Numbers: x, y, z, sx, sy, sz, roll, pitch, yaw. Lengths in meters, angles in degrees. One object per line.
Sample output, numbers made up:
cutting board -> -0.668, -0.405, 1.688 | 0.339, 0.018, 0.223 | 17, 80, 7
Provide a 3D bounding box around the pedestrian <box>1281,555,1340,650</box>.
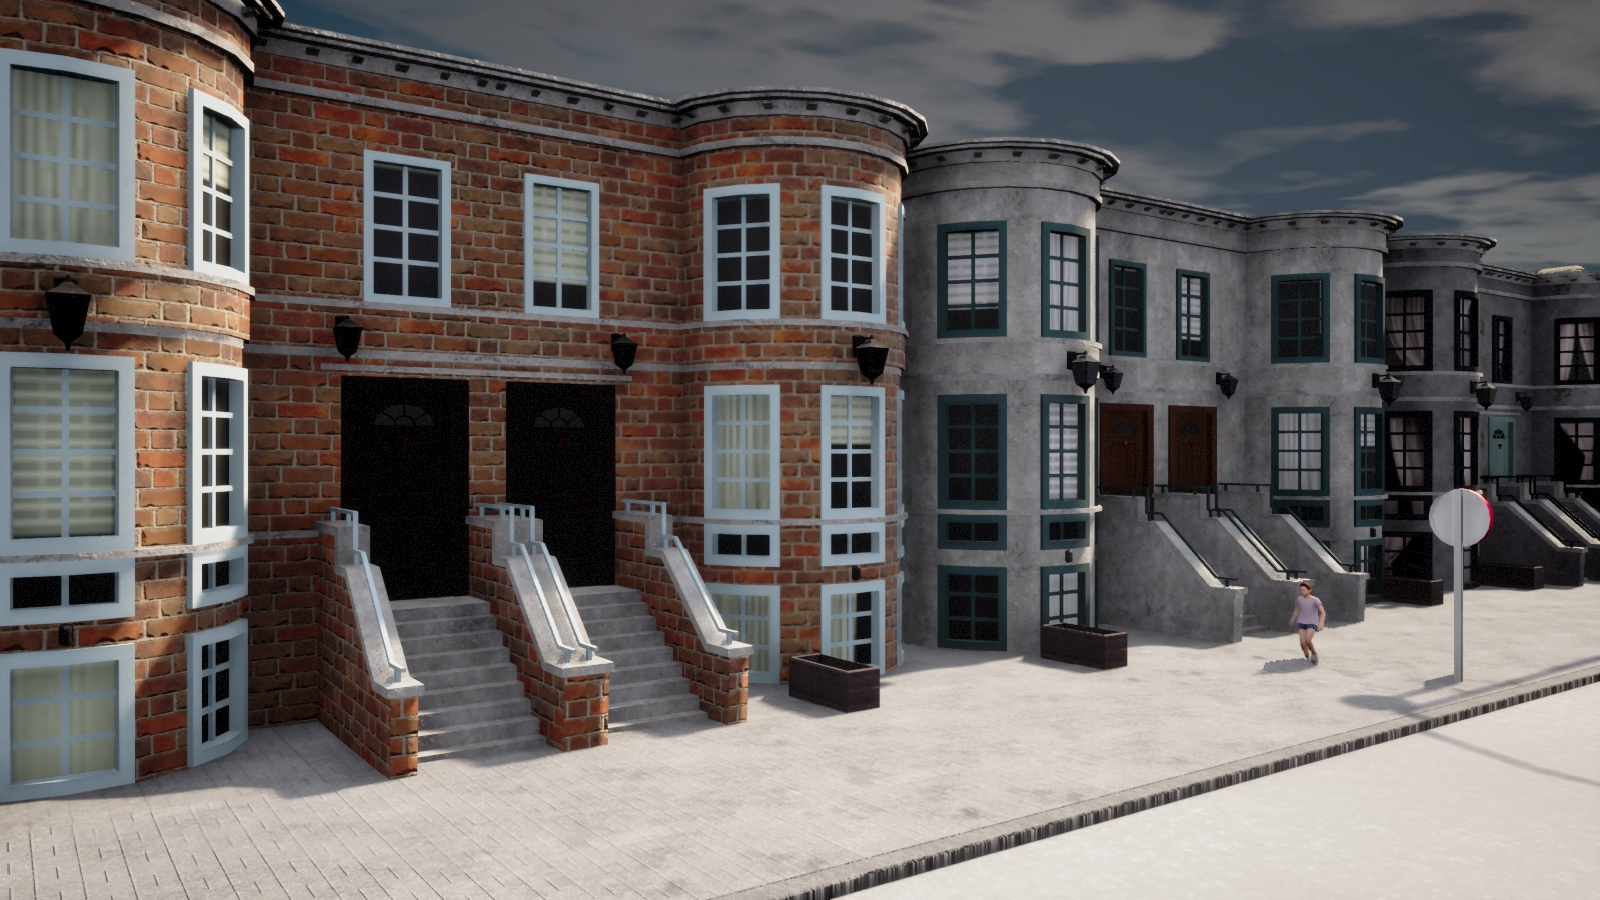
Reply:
pedestrian -> 6.415, 1.904, 14.363 | 0.500, 1.100, 0.500 | 0, 0, -37
